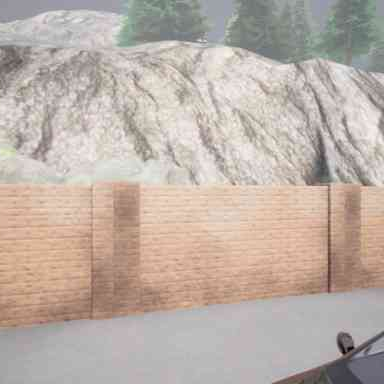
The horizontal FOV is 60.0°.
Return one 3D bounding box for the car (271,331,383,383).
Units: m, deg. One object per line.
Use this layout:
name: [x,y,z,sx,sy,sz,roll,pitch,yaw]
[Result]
car: [2.164,1.492,1.911,4.902,1.511,2.128,0,0,-18]
